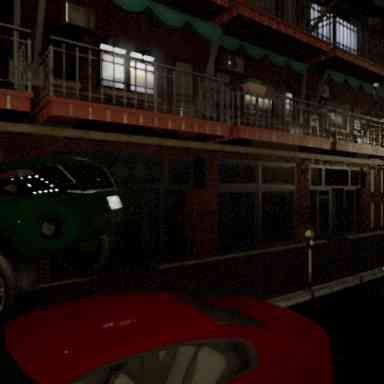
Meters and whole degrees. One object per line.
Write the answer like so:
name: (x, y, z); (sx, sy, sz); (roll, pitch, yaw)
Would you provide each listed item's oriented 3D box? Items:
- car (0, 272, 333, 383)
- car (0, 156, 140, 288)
car: (-0.823, 1.542, 2.332); (4.507, 1.381, 1.887); (0, 0, -36)
car: (-3.526, 0.660, 4.123); (5.566, 2.045, 2.150); (-19, -1, 10)
